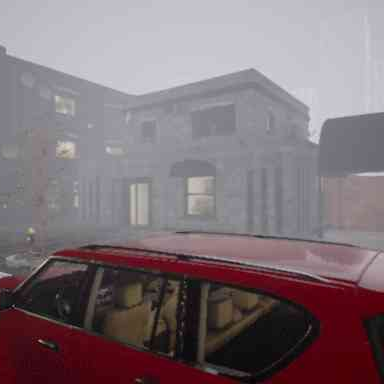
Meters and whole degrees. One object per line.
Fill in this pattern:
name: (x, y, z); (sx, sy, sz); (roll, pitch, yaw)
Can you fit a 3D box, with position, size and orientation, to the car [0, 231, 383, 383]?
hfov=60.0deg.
car: (-0.423, 1.327, 3.182); (5.009, 1.841, 2.192); (0, 0, 36)
